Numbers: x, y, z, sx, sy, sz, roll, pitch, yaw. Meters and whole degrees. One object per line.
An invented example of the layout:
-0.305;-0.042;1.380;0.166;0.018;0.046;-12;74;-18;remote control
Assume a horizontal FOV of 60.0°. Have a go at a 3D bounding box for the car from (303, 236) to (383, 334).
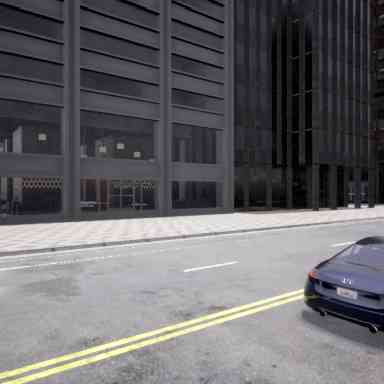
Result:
4.061;1.563;6.410;4.181;1.385;1.994;0;0;-36;car
